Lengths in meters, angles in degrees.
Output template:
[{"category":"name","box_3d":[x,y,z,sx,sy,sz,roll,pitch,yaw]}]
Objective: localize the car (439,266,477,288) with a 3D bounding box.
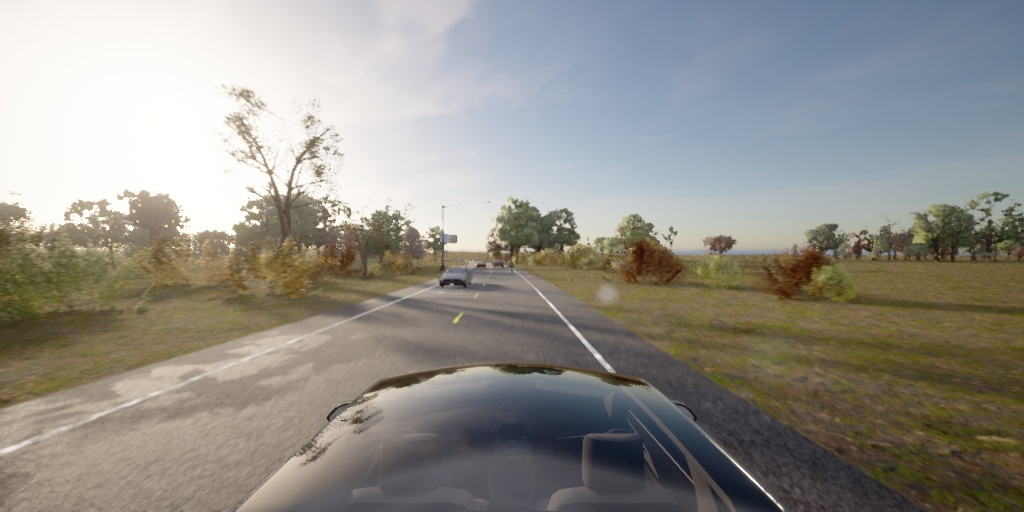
[{"category":"car","box_3d":[-3.883,1.453,25.540,2.033,1.411,5.357,0,0,-1]}]

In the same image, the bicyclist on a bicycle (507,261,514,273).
[{"category":"bicyclist on a bicycle","box_3d":[-0.002,1.465,45.618,0.582,1.620,1.656,0,-1,-3]}]
